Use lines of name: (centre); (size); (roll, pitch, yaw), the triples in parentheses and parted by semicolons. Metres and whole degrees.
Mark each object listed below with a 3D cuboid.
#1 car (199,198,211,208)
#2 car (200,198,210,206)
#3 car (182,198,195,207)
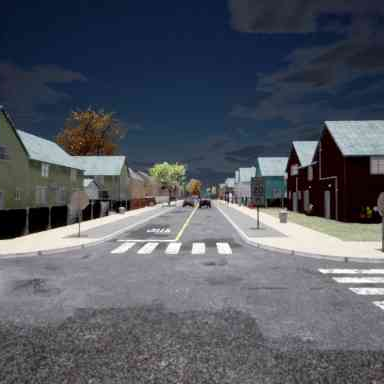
car: (2.022, 1.700, 51.132); (1.837, 1.490, 4.892); (0, 0, 2)
car: (2.434, 1.797, 61.544); (1.812, 1.442, 4.674); (0, 0, 2)
car: (-0.544, 1.780, 55.824); (2.033, 1.411, 5.357); (0, 0, 2)
